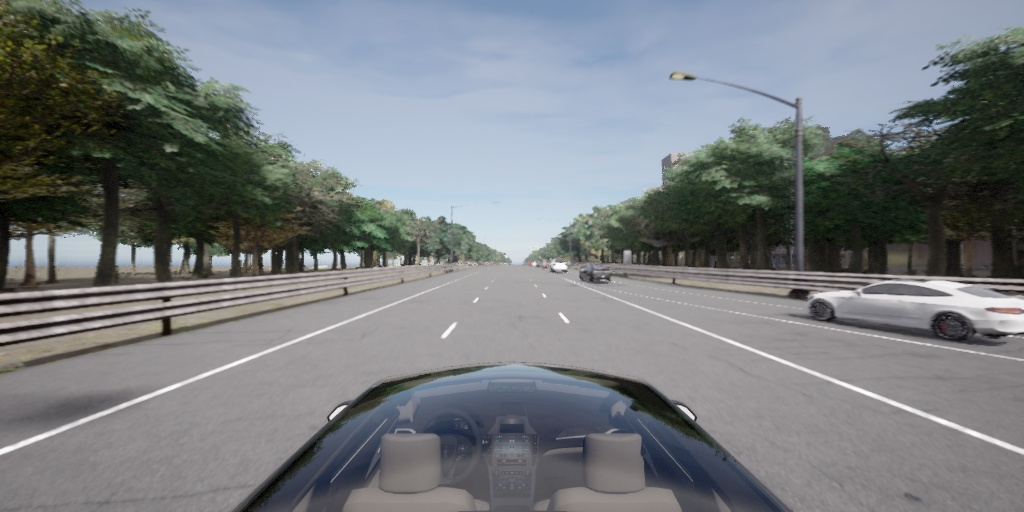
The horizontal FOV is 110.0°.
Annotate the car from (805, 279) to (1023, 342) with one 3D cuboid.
[{"bbox_3d":[11.158,1.377,10.199,1.812,1.442,4.674,0,0,-16],"label":"car"}]

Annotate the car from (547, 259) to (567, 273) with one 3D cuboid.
[{"bbox_3d":[7.030,1.455,54.755,2.150,2.045,5.566,0,-1,0],"label":"car"}]

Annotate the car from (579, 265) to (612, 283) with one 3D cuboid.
[{"bbox_3d":[7.343,1.524,31.888,2.128,1.511,4.902,0,0,-4],"label":"car"}]
